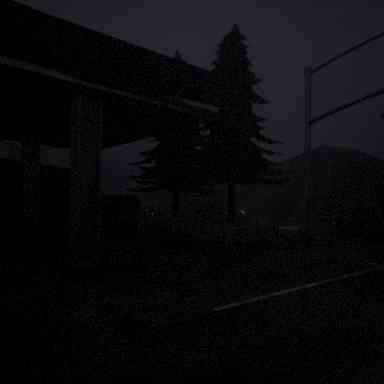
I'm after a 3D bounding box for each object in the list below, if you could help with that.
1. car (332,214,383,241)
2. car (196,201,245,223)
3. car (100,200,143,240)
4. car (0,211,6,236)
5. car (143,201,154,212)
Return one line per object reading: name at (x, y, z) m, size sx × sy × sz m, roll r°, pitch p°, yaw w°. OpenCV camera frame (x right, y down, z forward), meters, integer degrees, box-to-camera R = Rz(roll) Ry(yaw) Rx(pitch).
car at (9.602, 1.871, 17.449) m, size 1.994 × 1.385 × 4.181 m, roll 1°, pitch -1°, yaw -39°
car at (2.300, 1.587, 27.428) m, size 2.097 × 1.767 × 4.553 m, roll 1°, pitch 0°, yaw -35°
car at (-4.586, 1.446, 18.252) m, size 1.905 × 1.878 × 3.866 m, roll 1°, pitch 0°, yaw -36°
car at (-11.718, 1.519, 18.432) m, size 2.242 × 1.667 × 4.611 m, roll 1°, pitch 0°, yaw -36°
car at (-6.551, 1.678, 39.884) m, size 2.033 × 1.411 × 5.357 m, roll 1°, pitch 0°, yaw -35°
